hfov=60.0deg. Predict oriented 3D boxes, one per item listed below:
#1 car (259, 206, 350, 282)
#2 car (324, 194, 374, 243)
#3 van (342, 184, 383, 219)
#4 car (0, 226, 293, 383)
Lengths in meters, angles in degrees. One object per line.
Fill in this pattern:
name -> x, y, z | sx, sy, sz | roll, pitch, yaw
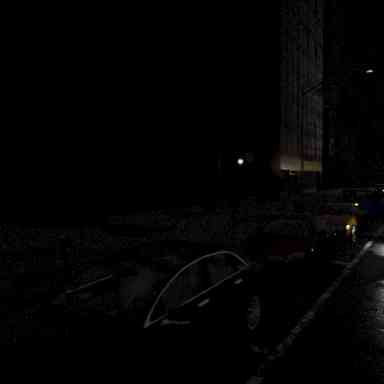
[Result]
car -> 2.723, 1.246, 8.797 | 1.802, 1.307, 4.206 | 1, 3, 35
car -> 5.830, 1.011, 13.256 | 1.752, 1.417, 4.829 | 1, 3, 35
van -> 9.130, 0.638, 17.989 | 1.690, 1.788, 3.998 | 1, 2, 35
car -> -0.481, 1.399, 4.196 | 2.008, 1.369, 4.403 | 1, 3, 35
